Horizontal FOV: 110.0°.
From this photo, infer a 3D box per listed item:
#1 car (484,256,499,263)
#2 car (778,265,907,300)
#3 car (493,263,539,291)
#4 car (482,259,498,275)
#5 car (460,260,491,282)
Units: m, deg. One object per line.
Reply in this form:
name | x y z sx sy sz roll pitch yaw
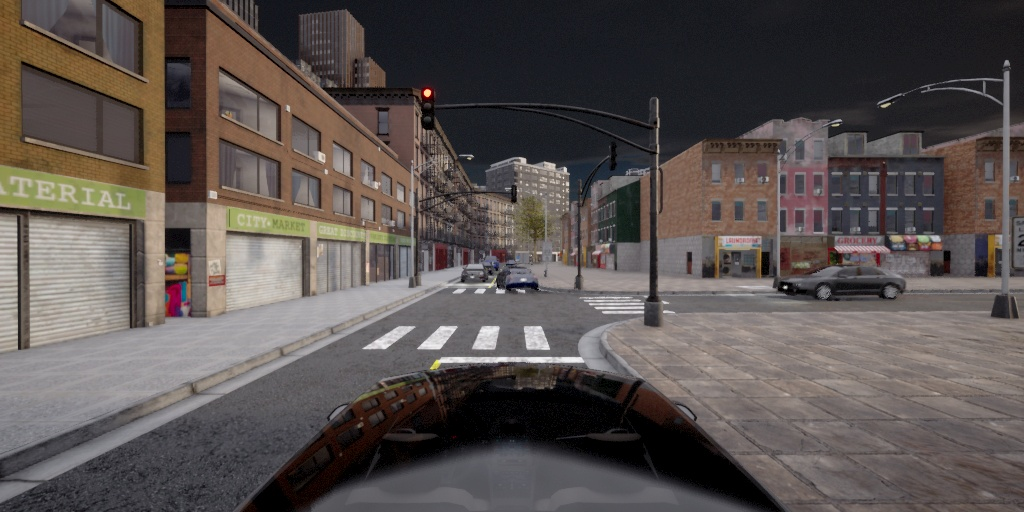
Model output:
car | -2.948 0.993 49.726 2.150 2.045 5.566 0 0 1
car | 14.795 1.162 16.229 4.892 1.490 1.837 0 0 0
car | 0.276 1.314 22.053 1.994 1.385 4.181 0 0 -11
car | -2.943 1.309 39.105 2.033 1.411 5.357 0 0 0
car | -2.908 1.279 28.673 1.812 1.442 4.674 0 0 0
